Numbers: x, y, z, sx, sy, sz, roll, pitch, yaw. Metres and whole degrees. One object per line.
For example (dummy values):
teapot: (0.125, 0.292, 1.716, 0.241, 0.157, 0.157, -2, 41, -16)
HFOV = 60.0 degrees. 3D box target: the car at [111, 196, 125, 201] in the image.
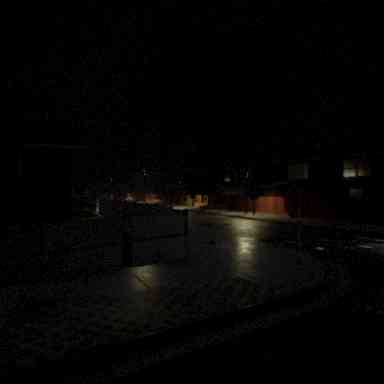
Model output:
car: (-11.865, 1.355, 52.741, 2.128, 1.511, 4.902, 0, 0, -23)
